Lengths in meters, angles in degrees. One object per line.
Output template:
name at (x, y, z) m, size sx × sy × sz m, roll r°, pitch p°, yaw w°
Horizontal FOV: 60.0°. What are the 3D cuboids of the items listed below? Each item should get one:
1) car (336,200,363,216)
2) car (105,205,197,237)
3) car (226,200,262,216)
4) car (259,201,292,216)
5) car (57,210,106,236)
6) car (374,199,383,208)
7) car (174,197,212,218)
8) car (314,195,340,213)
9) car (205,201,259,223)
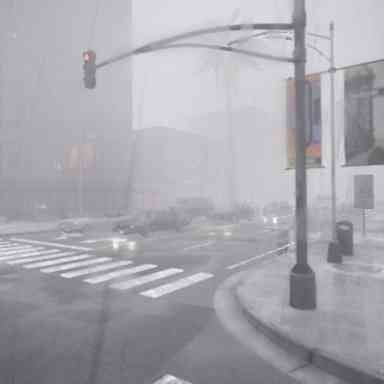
car at (16.549, 1.757, 34.724) m, size 1.895 × 1.301 × 4.718 m, roll -1°, pitch -1°, yaw 35°
car at (-2.217, 1.728, 19.732) m, size 2.033 × 1.411 × 5.357 m, roll -1°, pitch -1°, yaw 35°
car at (5.810, 1.731, 36.742) m, size 1.882 × 1.535 × 5.008 m, roll -1°, pitch -1°, yaw 35°
car at (9.273, 1.713, 36.018) m, size 2.128 × 1.511 × 4.902 m, roll -1°, pitch -1°, yaw 35°
car at (-5.736, 1.814, 20.391) m, size 1.895 × 1.301 × 4.718 m, roll -1°, pitch -1°, yaw 35°
car at (30.287, 1.787, 54.212) m, size 1.994 × 1.385 × 4.181 m, roll -1°, pitch -1°, yaw 35°
car at (-0.109, 1.453, 28.371) m, size 2.150 × 2.045 × 5.566 m, roll -1°, pitch -1°, yaw 35°
car at (16.398, 1.421, 40.158) m, size 2.150 × 2.045 × 5.566 m, roll -1°, pitch -1°, yaw 35°
car at (3.443, 1.677, 27.762) m, size 1.882 × 1.535 × 5.008 m, roll -1°, pitch -1°, yaw 35°
